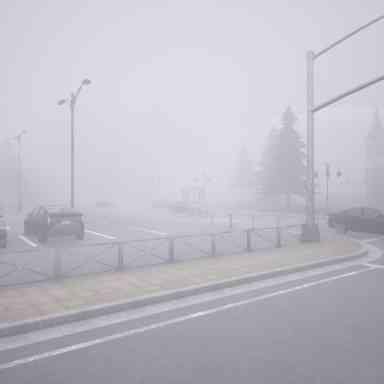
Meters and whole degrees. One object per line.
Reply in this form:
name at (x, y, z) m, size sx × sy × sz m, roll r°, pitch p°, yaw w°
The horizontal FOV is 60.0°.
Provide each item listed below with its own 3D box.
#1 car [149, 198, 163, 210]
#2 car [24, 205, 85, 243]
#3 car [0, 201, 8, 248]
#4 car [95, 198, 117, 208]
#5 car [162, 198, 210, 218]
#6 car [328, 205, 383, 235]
car at (-3.538, 1.504, 41.413) m, size 1.837 × 1.490 × 4.892 m, roll 0°, pitch 0°, yaw -36°
car at (-6.387, 1.340, 15.298) m, size 2.007 × 1.523 × 4.514 m, roll 0°, pitch 0°, yaw -36°
car at (-8.898, 1.331, 13.418) m, size 2.152 × 1.636 × 5.027 m, roll 0°, pitch 0°, yaw -36°
car at (-12.288, 1.531, 47.197) m, size 1.812 × 1.442 × 4.674 m, roll 0°, pitch 0°, yaw -36°
car at (-0.320, 1.491, 30.828) m, size 2.128 × 1.511 × 4.902 m, roll 0°, pitch 0°, yaw -36°
car at (9.402, 1.477, 16.903) m, size 1.882 × 1.535 × 5.008 m, roll 0°, pitch 0°, yaw -30°
